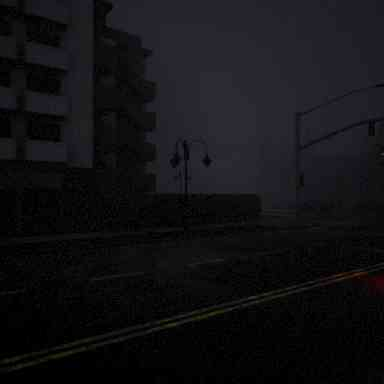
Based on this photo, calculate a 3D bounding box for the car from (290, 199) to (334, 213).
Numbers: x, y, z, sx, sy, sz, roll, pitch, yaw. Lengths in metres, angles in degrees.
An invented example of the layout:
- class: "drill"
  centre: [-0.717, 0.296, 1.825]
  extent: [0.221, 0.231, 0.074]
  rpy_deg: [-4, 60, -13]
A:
- class: "car"
  centre: [13.169, 1.488, 36.966]
  extent: [2.128, 1.511, 4.902]
  rpy_deg: [0, 0, -38]
